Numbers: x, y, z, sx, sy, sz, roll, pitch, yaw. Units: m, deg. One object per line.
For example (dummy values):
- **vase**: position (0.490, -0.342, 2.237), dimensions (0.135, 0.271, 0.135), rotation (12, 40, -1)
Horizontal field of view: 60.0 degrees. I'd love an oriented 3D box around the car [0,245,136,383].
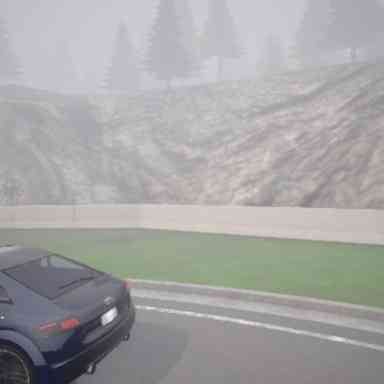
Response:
- **car**: position (-2.927, 1.489, 4.597), dimensions (4.181, 1.385, 1.994), rotation (-1, 1, 16)
